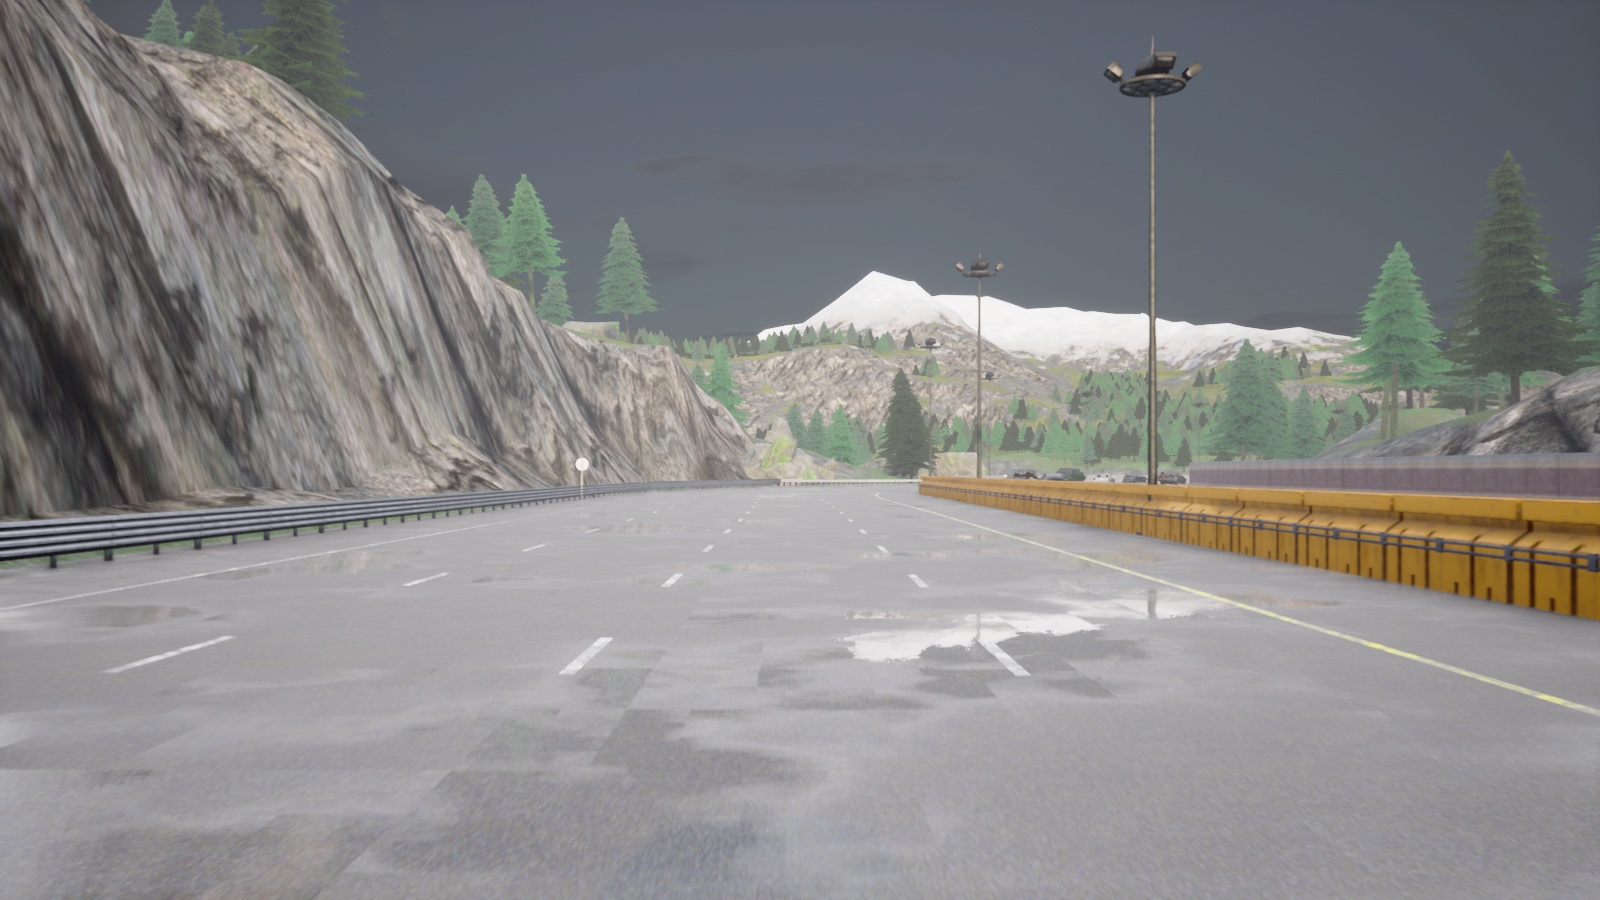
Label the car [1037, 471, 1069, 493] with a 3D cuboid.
[{"bbox_3d":[17.947,2.242,89.256,1.837,1.490,4.892,-1,-1,7],"label":"car"}]

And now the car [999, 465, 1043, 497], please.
[{"bbox_3d":[13.509,1.865,76.945,1.932,1.855,4.605,-1,-1,2],"label":"car"}]
